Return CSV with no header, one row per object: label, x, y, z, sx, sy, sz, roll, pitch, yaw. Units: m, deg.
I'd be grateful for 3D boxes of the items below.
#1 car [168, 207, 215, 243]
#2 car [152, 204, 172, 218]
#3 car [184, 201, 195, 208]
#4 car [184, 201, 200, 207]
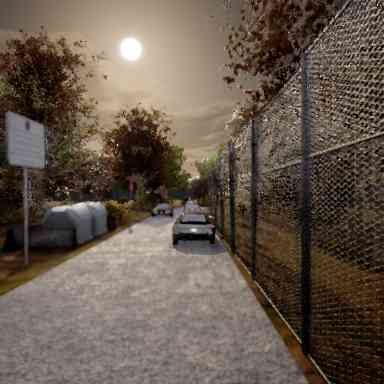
car,0.075,1.642,16.448,1.994,1.385,4.181,0,0,0
car,-2.900,1.867,33.596,1.994,1.385,4.181,0,-1,0
car,-0.553,2.825,74.534,1.812,1.442,4.674,0,-2,7
car,0.030,1.874,34.883,2.033,1.411,5.357,0,-1,0
